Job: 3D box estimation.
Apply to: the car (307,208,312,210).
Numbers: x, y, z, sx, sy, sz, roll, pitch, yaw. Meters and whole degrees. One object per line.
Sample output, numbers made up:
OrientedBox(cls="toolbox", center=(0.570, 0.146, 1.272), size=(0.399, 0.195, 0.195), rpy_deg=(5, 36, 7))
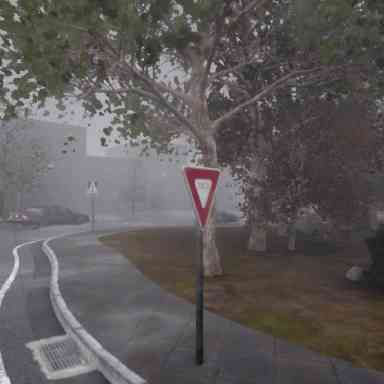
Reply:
OrientedBox(cls="car", center=(27.836, 4.671, 77.233), size=(2.435, 2.045, 5.566), rpy_deg=(0, -2, 43))

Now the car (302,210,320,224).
OrientedBox(cls="car", center=(17.249, 3.887, 49.054), size=(1.882, 1.535, 5.008), rpy_deg=(0, -2, 43))

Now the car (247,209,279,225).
OrientedBox(cls="car", center=(8.795, 2.918, 39.937), size=(2.150, 2.045, 5.566), rpy_deg=(0, -4, 42))

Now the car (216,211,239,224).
OrientedBox(cls="car", center=(3.817, 2.994, 39.139), size=(1.994, 1.385, 4.181), rpy_deg=(0, -4, 42))

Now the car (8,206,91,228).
OrientedBox(cls="car", center=(-9.417, 1.631, 22.476), size=(2.033, 1.411, 5.357), rpy_deg=(0, -2, 29))
